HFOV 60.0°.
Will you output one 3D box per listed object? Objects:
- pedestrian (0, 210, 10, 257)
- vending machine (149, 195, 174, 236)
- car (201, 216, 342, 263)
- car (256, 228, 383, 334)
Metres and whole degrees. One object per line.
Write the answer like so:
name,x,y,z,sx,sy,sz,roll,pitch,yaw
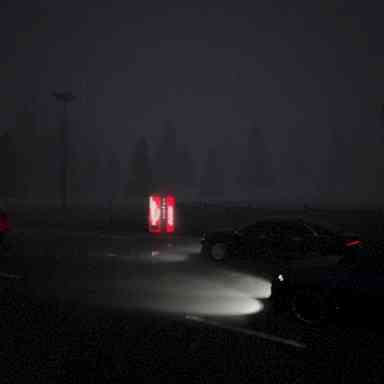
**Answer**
pedestrian,-6.452,1.294,11.106,0.375,1.860,0.375,0,0,28
vending machine,-1.610,1.195,17.772,0.880,2.100,1.100,0,0,29
car,2.585,1.507,10.386,4.892,1.490,1.837,1,0,33
car,3.488,1.563,5.588,4.181,1.385,1.994,0,0,34
